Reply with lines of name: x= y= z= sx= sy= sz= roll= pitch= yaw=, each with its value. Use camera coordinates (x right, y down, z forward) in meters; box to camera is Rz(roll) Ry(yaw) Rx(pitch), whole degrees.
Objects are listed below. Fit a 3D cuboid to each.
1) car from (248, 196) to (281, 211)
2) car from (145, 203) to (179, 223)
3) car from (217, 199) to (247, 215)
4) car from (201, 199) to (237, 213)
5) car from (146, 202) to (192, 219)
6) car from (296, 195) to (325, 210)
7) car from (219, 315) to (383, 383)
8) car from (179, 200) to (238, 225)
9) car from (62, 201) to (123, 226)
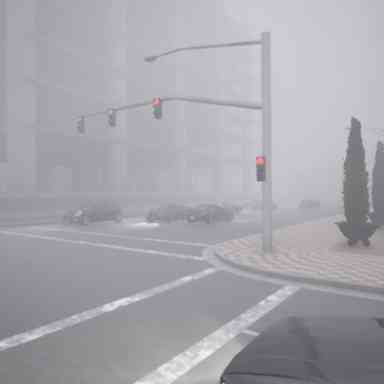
car: x=9.194 y=1.637 z=41.906 sx=1.812 sy=1.442 sz=4.674 roll=0 pitch=0 yaw=36
car: x=-1.786 y=1.677 z=26.741 sx=1.994 sy=1.385 sz=4.181 roll=0 pitch=0 yaw=36
car: x=3.349 y=1.713 z=33.839 sx=1.895 sy=1.301 sz=4.718 roll=0 pitch=0 yaw=36
car: x=3.310 y=1.613 z=39.756 sx=1.882 sy=1.535 sz=5.008 roll=0 pitch=0 yaw=36
car: x=-2.134 y=1.738 z=32.231 sx=1.895 sy=1.301 sz=4.718 roll=0 pitch=0 yaw=36
car: x=16.103 y=1.590 z=45.165 sx=1.837 sy=1.490 sz=4.892 roll=0 pitch=0 yaw=36
car: x=2.760 y=1.539 z=1.995 sx=5.357 sy=1.411 sz=2.033 roll=0 pitch=0 yaw=36
car: x=1.354 y=1.614 z=24.789 sx=1.812 sy=1.442 sz=4.674 roll=0 pitch=0 yaw=36
car: x=-7.396 y=1.490 z=24.958 sx=2.097 sy=1.767 sz=4.553 roll=0 pitch=0 yaw=36
